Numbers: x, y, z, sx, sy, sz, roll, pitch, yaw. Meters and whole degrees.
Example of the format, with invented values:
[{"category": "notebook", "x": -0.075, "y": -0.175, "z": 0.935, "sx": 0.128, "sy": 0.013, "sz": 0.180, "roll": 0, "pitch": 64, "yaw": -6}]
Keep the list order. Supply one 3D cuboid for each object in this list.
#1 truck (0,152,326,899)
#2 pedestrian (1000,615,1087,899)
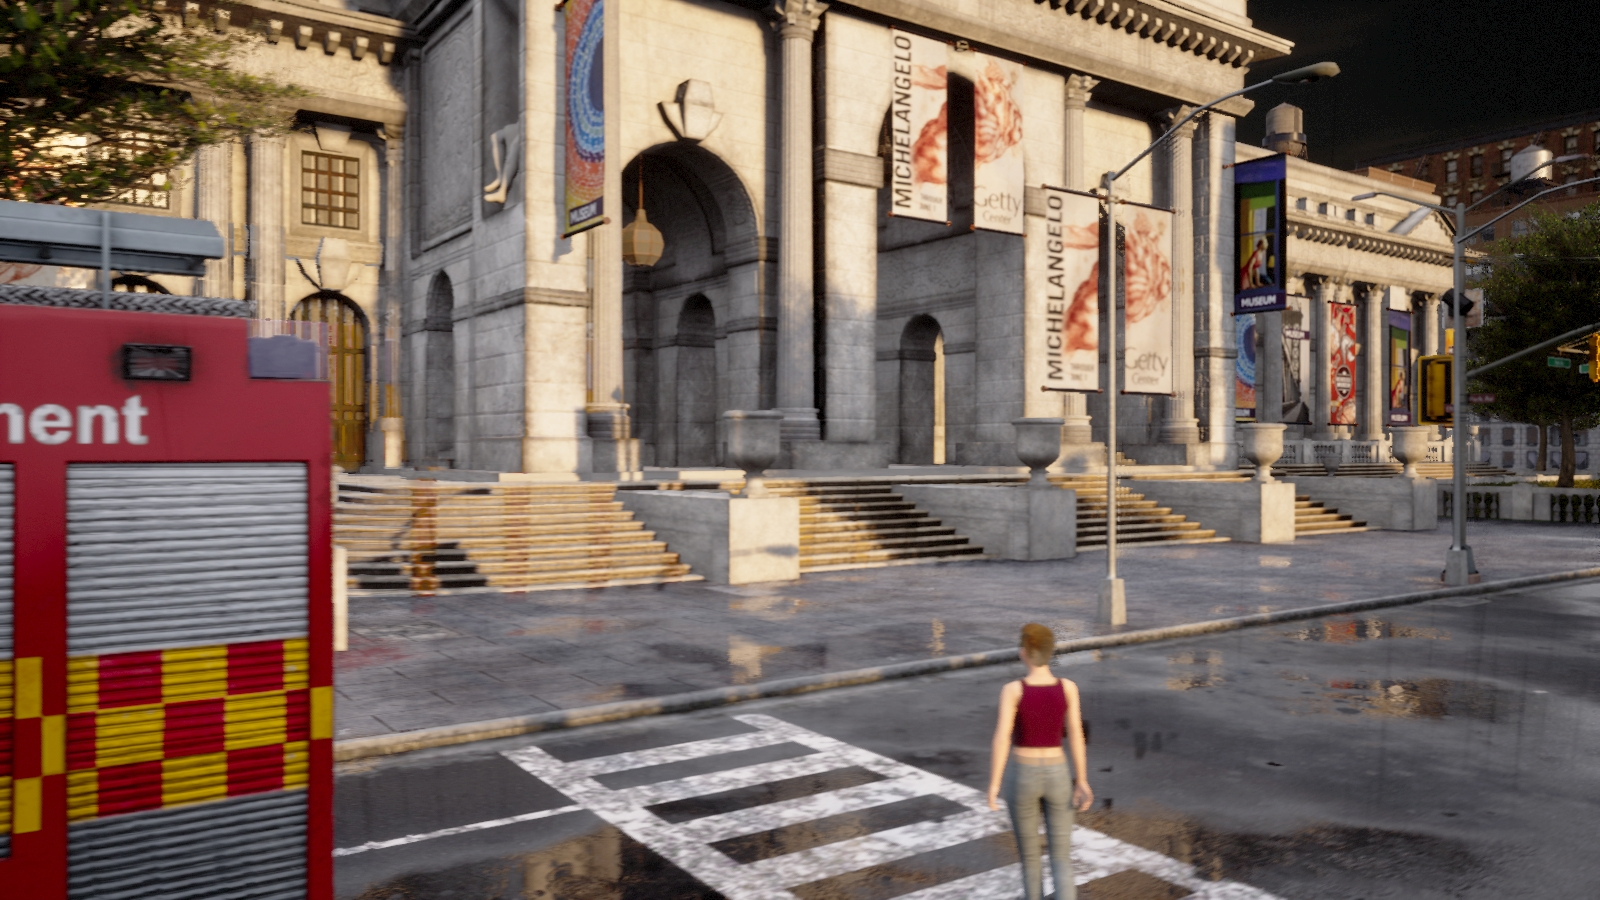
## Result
[{"category": "truck", "x": -6.195, "y": 0.889, "z": 3.350, "sx": 8.468, "sy": 3.827, "sz": 2.891, "roll": 0, "pitch": 0, "yaw": -34}, {"category": "pedestrian", "x": 1.318, "y": 1.853, "z": 6.213, "sx": 0.375, "sy": 1.860, "sz": 0.375, "roll": 0, "pitch": 0, "yaw": -3}]
